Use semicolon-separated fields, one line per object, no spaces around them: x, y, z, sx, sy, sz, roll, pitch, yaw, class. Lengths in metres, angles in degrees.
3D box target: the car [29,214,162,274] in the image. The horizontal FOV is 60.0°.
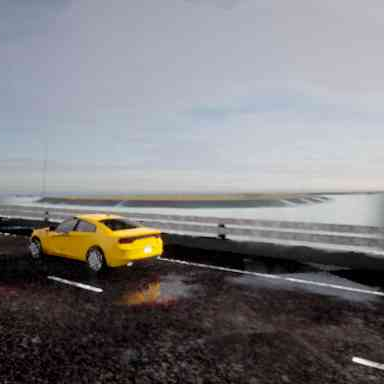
-3.228;1.448;10.616;5.008;1.535;1.882;0;0;36;car
